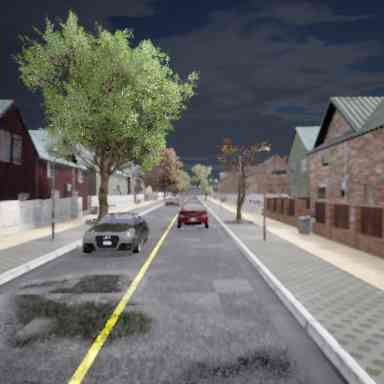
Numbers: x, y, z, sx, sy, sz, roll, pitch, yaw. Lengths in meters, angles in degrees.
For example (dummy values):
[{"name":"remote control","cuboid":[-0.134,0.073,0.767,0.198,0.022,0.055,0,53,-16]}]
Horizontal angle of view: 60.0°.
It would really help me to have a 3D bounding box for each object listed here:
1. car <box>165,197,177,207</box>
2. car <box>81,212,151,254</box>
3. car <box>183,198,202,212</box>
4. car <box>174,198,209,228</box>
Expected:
[{"name":"car","cuboid":[-2.815,1.365,47.943,1.994,1.385,4.181,0,0,0]},{"name":"car","cuboid":[-2.823,1.506,13.118,1.994,1.385,4.181,0,0,1]},{"name":"car","cuboid":[0.074,1.391,37.090,2.033,1.411,5.357,0,0,0]},{"name":"car","cuboid":[0.066,1.385,21.307,1.882,1.535,5.008,0,0,0]}]
